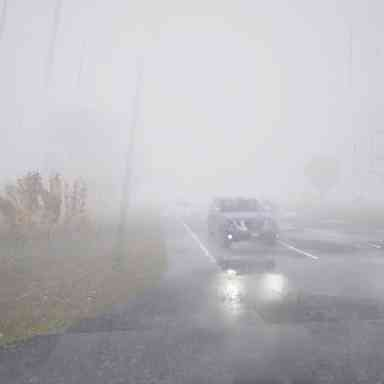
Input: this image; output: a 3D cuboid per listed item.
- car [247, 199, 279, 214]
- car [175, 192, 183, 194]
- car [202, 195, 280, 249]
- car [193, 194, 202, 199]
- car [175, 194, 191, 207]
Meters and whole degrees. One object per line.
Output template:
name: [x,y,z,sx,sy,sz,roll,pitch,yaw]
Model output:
car: [7.094,1.420,33.859,1.994,1.385,4.181,0,0,-6]
car: [-3.180,1.119,94.746,1.812,1.442,4.674,0,0,-1]
car: [2.035,1.194,14.913,2.150,2.045,5.566,0,0,-6]
car: [1.557,1.167,86.647,1.994,1.385,4.181,0,0,-6]
car: [-1.371,1.351,47.169,1.812,1.442,4.674,0,0,-6]
